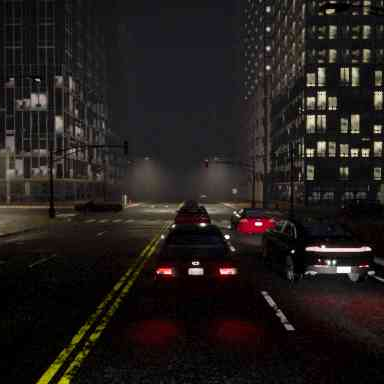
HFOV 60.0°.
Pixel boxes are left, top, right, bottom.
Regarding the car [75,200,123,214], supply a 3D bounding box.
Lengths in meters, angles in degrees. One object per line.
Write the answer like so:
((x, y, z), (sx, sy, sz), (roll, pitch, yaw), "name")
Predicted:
((-9.434, 1.520, 34.121), (4.718, 1.301, 1.895), (0, 1, -11), "car")

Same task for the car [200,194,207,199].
((3.034, 1.266, 91.421), (1.812, 1.442, 4.674), (0, 0, 0), "car")

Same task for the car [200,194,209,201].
((3.058, 1.513, 81.449), (1.895, 1.301, 4.718), (0, 0, 0), "car")

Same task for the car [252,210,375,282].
((3.326, 1.487, 9.694), (2.128, 1.511, 4.902), (0, 0, 0), "car")

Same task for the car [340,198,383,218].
((16.130, 1.519, 30.245), (5.009, 1.841, 2.192), (1, 0, 1), "car")

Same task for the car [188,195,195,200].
((-0.213, 1.436, 90.163), (1.812, 1.442, 4.674), (0, 0, 0), "car")

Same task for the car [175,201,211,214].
((0.061, 1.468, 18.599), (1.882, 1.535, 5.008), (0, 0, 1), "car")

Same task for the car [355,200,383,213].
((21.719, 1.642, 38.545), (4.829, 1.417, 1.752), (1, 0, 1), "car")

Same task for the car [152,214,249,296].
((0.081, 1.544, 8.779), (2.033, 1.411, 5.357), (0, 0, 0), "car")

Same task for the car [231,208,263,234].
((3.306, 1.554, 18.494), (1.994, 1.385, 4.181), (0, 0, 0), "car")

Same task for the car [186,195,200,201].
((-0.070, 1.525, 54.481), (1.994, 1.385, 4.181), (0, 0, 0), "car")
